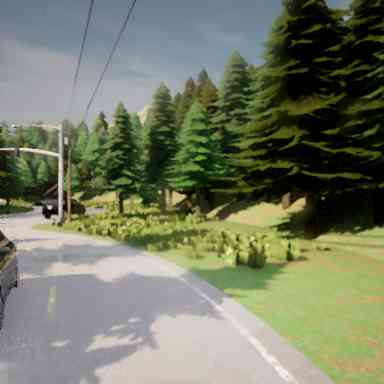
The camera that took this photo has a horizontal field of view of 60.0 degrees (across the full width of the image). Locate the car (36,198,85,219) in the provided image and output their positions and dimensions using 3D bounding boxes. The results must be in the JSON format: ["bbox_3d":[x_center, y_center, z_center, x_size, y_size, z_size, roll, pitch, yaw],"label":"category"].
[{"bbox_3d":[-12.875,1.621,33.751,2.150,2.045,5.566,0,-1,9],"label":"car"}]

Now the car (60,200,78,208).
[{"bbox_3d":[-23.758,2.303,64.064,1.812,1.442,4.674,0,-1,-39],"label":"car"}]

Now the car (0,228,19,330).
[{"bbox_3d":[-4.633,1.444,6.329,2.097,1.767,4.553,0,-1,-22],"label":"car"}]
